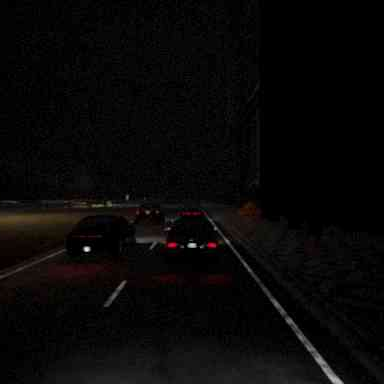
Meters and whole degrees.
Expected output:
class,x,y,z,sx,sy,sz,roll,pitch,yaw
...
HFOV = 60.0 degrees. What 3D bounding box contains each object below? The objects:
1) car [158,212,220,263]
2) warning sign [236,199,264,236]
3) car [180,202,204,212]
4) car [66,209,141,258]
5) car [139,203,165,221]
class,x,y,z,sx,sy,sz,roll,pitch,yaw
car,0.002,1.689,12.550,2.033,1.411,5.357,0,-1,0
warning sign,3.036,1.319,17.504,1.300,1.860,1.060,0,-1,0
car,0.004,1.858,28.511,1.837,1.490,4.892,0,0,0
car,-3.488,1.661,13.507,1.837,1.490,4.892,0,0,0
car,-3.496,1.700,28.435,2.097,1.767,4.553,0,-1,0
